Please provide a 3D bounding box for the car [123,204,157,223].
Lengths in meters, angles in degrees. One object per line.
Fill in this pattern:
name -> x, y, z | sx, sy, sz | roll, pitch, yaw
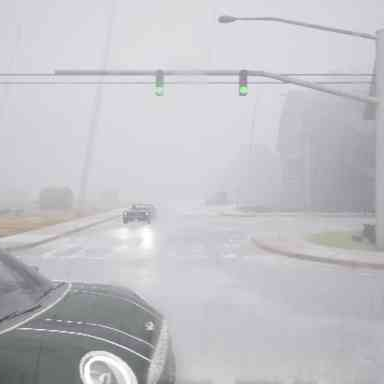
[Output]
car -> -3.685, 1.522, 24.048 | 1.895, 1.301, 4.718 | 0, 0, 0

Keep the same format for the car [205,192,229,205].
car -> 3.932, 0.991, 52.666 | 1.905, 1.878, 3.866 | -8, 4, -42

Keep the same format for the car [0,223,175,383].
car -> -2.446, 1.313, 3.166 | 4.553, 1.767, 2.097 | 0, 0, 1
